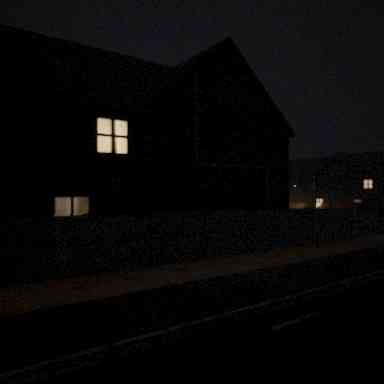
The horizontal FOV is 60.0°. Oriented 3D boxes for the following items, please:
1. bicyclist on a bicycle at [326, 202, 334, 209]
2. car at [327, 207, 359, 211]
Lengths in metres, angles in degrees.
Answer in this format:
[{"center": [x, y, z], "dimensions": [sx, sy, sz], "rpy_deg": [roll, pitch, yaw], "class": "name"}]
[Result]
[{"center": [14.415, 1.845, 34.613], "dimensions": [1.656, 1.620, 0.582], "rpy_deg": [-1, -1, -36], "class": "bicyclist on a bicycle"}, {"center": [12.547, 1.984, 27.171], "dimensions": [1.837, 1.490, 4.892], "rpy_deg": [-1, -1, -36], "class": "car"}]
